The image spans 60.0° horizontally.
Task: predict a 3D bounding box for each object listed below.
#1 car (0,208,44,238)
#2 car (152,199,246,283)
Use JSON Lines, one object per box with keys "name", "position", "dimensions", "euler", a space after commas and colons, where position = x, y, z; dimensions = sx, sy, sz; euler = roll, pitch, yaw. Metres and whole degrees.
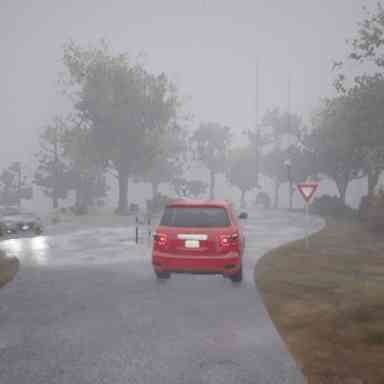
{"name": "car", "position": [-9.508, 1.547, 17.570], "dimensions": [4.181, 1.385, 1.994], "euler": [0, 0, 44]}
{"name": "car", "position": [0.439, 1.213, 9.918], "dimensions": [2.150, 2.045, 5.566], "euler": [0, 0, 9]}
